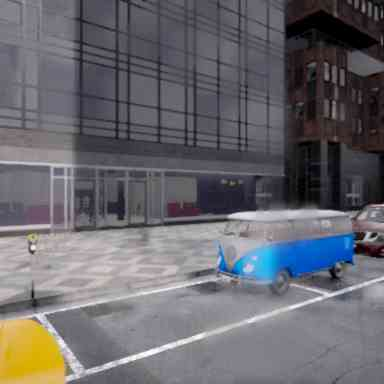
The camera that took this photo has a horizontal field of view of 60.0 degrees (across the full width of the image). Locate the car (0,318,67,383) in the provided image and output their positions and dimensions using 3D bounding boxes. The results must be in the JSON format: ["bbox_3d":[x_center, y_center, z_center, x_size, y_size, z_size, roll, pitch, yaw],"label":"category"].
[{"bbox_3d":[-3.034,1.481,1.185,5.008,1.535,1.882,0,0,-36],"label":"car"}]

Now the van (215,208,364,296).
[{"bbox_3d":[2.444,1.362,8.432,3.998,1.788,1.690,0,0,-36],"label":"van"}]

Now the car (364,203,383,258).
[{"bbox_3d":[6.989,1.344,11.719,5.009,1.841,2.192,0,0,-36],"label":"car"}]
